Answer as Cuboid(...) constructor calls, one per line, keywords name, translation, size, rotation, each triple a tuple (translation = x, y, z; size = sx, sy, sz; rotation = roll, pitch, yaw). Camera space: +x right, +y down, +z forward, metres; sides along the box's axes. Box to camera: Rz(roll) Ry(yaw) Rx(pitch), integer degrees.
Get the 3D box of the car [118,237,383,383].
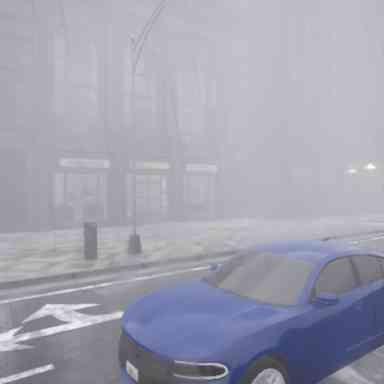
Cuboid(name="car", translation=(1.442, 1.471, 4.712), size=(5.008, 1.535, 1.882), rotation=(0, 0, -36))
